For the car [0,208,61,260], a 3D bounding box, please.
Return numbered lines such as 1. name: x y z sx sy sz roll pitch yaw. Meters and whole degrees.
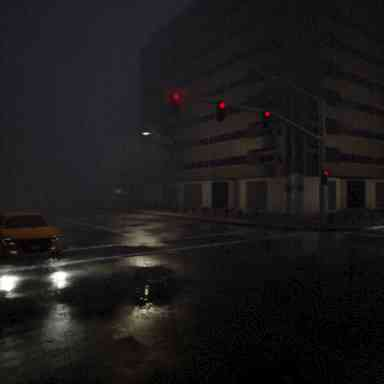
1. car: -6.539 1.525 12.929 1.882 1.535 5.008 0 0 -35
